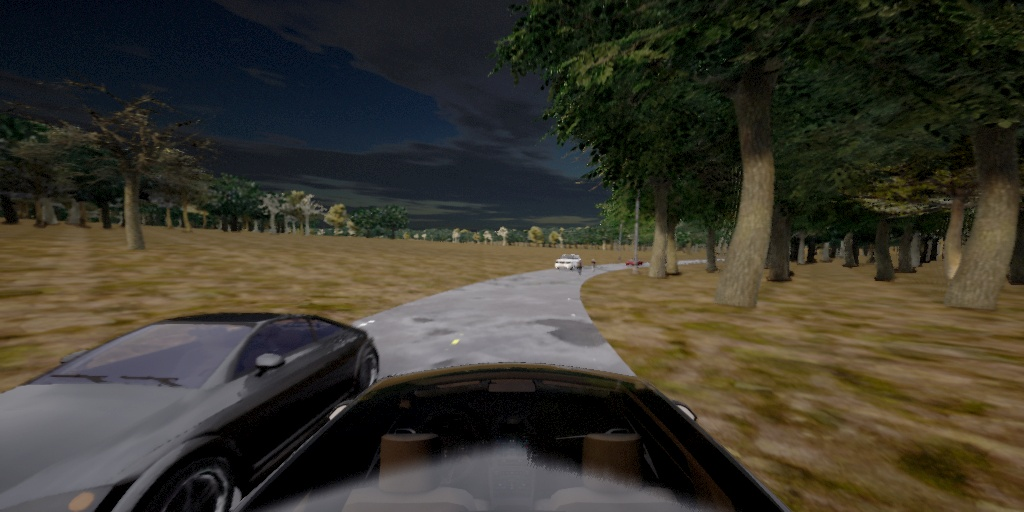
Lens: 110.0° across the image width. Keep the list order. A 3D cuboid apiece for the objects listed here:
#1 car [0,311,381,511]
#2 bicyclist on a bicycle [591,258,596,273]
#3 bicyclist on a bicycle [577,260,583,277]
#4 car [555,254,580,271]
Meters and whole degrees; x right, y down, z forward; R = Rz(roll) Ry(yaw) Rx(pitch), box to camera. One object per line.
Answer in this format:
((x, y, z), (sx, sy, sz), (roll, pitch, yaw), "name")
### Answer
((-2.943, 1.289, 3.523), (1.994, 1.385, 4.181), (0, 0, 2), "car")
((9.726, 1.082, 42.636), (0.659, 1.776, 1.843), (2, 1, 24), "bicyclist on a bicycle")
((6.518, 1.187, 34.537), (0.582, 1.620, 1.656), (2, 1, 19), "bicyclist on a bicycle")
((7.361, 0.790, 46.696), (2.150, 2.045, 5.566), (2, 1, 26), "car")
